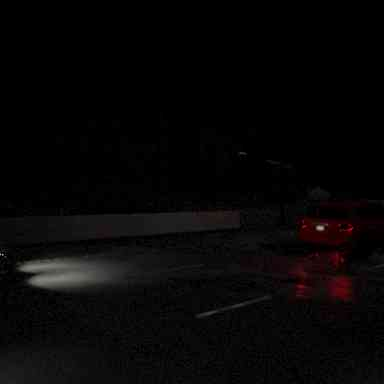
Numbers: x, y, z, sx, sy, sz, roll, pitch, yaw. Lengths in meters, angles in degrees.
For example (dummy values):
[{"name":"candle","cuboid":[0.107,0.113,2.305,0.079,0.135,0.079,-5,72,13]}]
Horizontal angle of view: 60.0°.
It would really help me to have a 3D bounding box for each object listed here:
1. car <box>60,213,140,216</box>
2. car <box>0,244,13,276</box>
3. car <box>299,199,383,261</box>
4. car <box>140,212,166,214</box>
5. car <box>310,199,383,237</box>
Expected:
[{"name":"car","cuboid":[-6.352,1.666,21.194,5.357,1.411,2.033,1,-1,-38]},{"name":"car","cuboid":[-6.751,1.526,7.611,4.674,1.442,1.812,1,-1,-35]},{"name":"car","cuboid":[6.586,1.396,13.410,5.566,2.045,2.150,1,-1,-39]},{"name":"car","cuboid":[-4.553,1.733,27.136,5.357,1.411,2.033,1,-1,-40]},{"name":"car","cuboid":[9.843,1.489,20.785,5.566,2.045,2.150,1,-1,-41]}]
